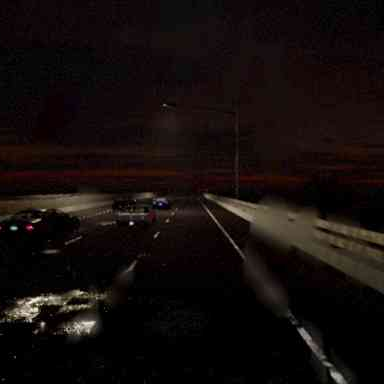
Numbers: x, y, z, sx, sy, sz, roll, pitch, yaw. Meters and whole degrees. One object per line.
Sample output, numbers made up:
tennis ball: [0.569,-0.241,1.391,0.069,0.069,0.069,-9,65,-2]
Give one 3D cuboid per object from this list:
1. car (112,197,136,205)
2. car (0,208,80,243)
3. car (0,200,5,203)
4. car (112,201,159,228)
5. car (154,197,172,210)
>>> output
car: [-6.928,1.252,34.606,1.882,1.535,5.008,0,0,0]
car: [-6.912,1.448,15.439,2.033,1.411,5.357,0,0,0]
car: [-21.027,1.287,33.731,1.882,1.535,5.008,0,0,0]
car: [-3.416,1.465,20.962,1.895,1.301,4.718,0,0,0]
car: [-3.430,1.314,38.311,1.994,1.385,4.181,0,0,0]
